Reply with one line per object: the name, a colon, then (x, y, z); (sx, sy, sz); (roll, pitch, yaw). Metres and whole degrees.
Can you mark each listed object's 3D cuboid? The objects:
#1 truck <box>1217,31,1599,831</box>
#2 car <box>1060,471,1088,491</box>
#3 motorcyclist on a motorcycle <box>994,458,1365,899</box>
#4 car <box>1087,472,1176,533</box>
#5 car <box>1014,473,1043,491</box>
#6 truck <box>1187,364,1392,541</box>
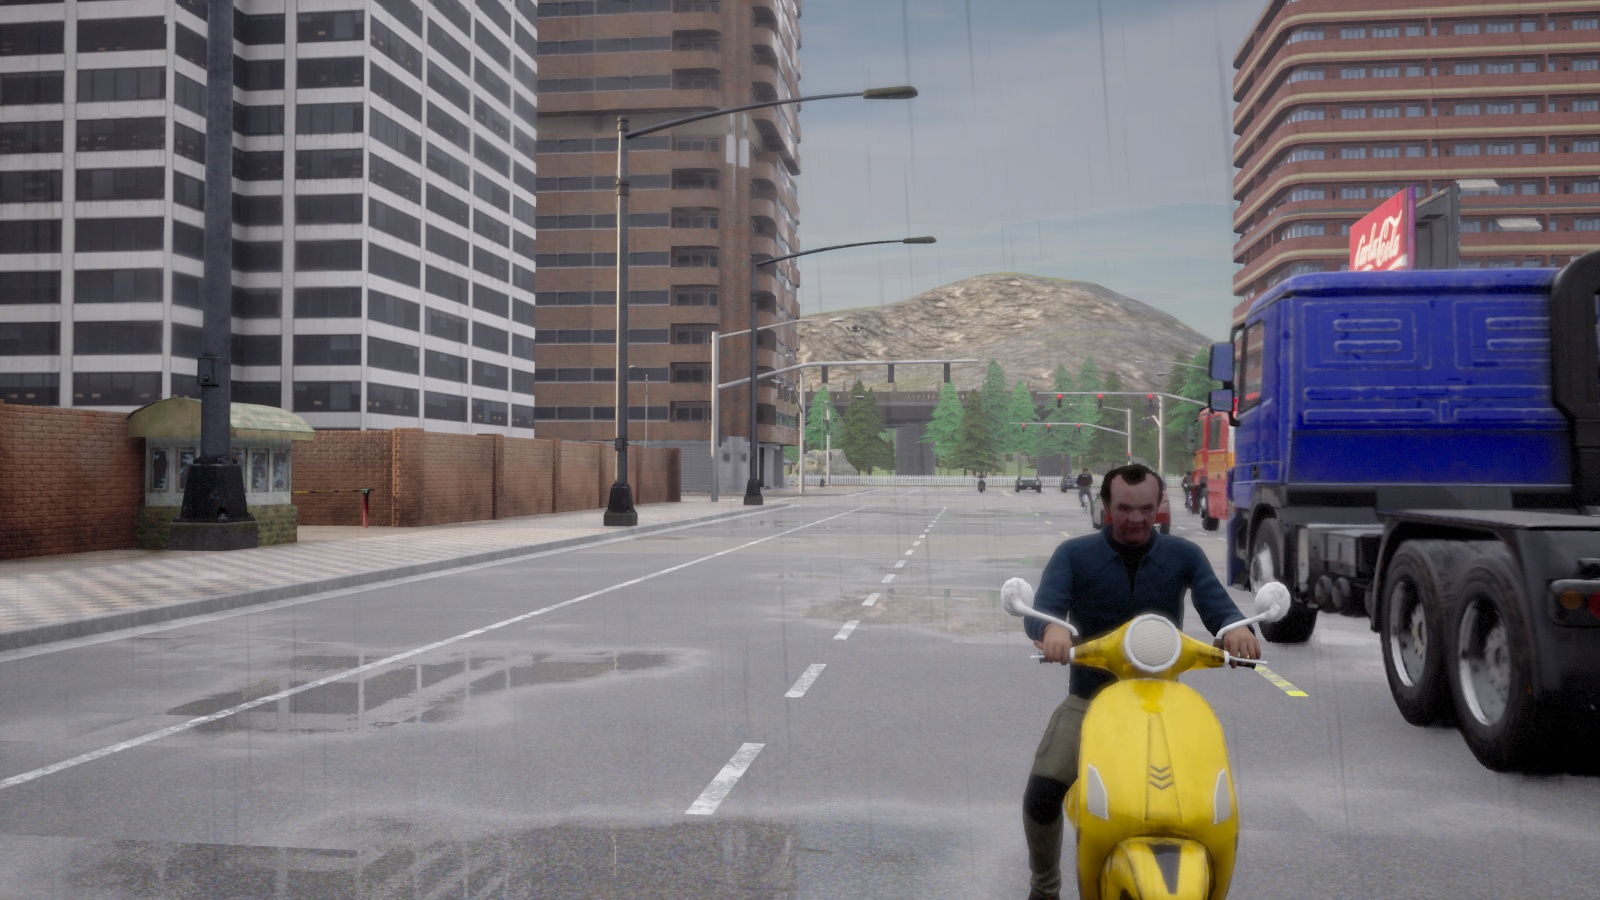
truck: (5.322, -0.035, 9.173); (2.891, 3.462, 7.936); (0, -1, 8)
car: (21.013, 2.360, 96.445); (1.816, 1.474, 4.193); (0, -1, 8)
motorcyclist on a motorcycle: (1.080, 0.831, 4.042); (0.866, 1.590, 1.817); (0, -1, 8)
car: (8.649, 1.347, 33.018); (1.845, 1.501, 3.633); (0, -1, 8)
car: (17.337, 2.444, 95.418); (1.895, 1.301, 4.718); (0, -1, 8)
truck: (11.982, 0.132, 31.634); (2.891, 3.827, 8.468); (0, -1, 8)
